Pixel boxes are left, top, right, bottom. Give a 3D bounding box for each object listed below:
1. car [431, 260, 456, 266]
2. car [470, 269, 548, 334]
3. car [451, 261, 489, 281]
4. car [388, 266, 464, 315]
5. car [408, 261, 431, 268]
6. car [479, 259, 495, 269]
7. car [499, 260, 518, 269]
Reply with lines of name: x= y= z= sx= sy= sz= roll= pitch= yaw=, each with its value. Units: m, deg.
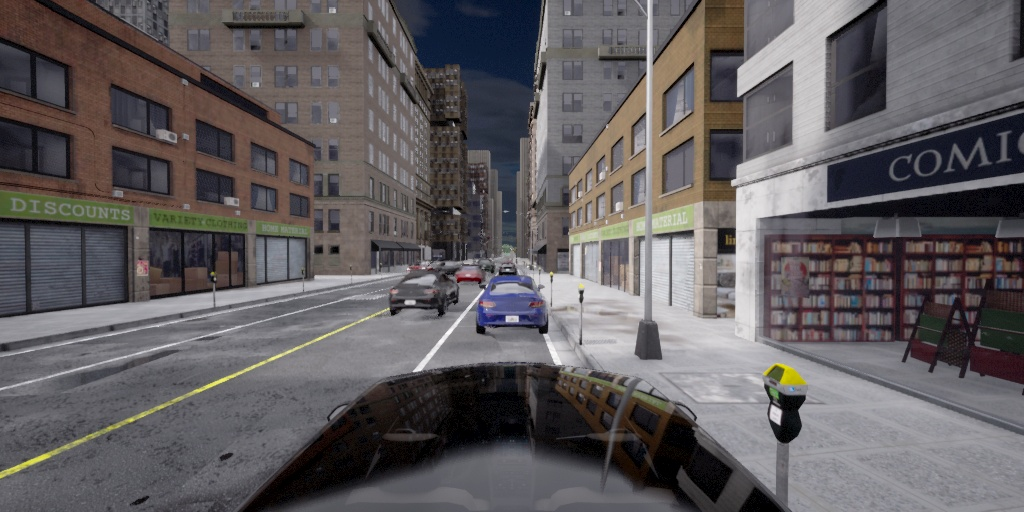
car: x=-6.235 y=1.227 z=35.300 sx=1.882 sy=1.535 sz=5.008 roll=0 pitch=0 yaw=0
car: x=0.003 y=1.274 z=10.501 sx=1.812 sy=1.442 sz=4.674 roll=0 pitch=0 yaw=0
car: x=-3.063 y=1.312 z=27.070 sx=1.994 sy=1.385 sz=4.181 roll=0 pitch=0 yaw=0
car: x=-3.144 y=1.273 z=13.394 sx=1.812 sy=1.442 sz=4.674 roll=0 pitch=0 yaw=0
car: x=-8.909 y=1.189 z=34.934 sx=1.967 sy=1.591 sz=4.097 roll=0 pitch=0 yaw=0
car: x=-3.065 y=1.105 z=41.948 sx=2.097 sy=1.767 sz=4.553 roll=0 pitch=0 yaw=0
car: x=-0.383 y=1.315 z=34.934 sx=1.948 sy=1.339 sz=4.313 roll=0 pitch=0 yaw=0
